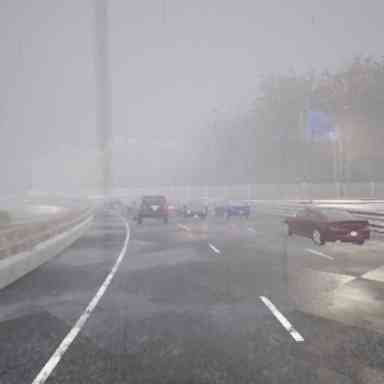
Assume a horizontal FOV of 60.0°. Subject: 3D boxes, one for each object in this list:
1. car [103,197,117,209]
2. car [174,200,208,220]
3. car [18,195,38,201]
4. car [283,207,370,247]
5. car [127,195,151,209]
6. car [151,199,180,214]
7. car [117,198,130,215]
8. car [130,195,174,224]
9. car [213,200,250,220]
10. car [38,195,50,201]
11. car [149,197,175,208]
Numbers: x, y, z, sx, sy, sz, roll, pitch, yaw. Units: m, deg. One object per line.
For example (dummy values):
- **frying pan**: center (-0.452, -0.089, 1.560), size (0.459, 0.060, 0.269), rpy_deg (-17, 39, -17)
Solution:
- **car**: center (-11.063, 1.531, 46.330), size (1.837, 1.490, 4.892), rpy_deg (0, 1, -27)
- **car**: center (-0.220, 1.575, 27.632), size (1.895, 1.301, 4.718), rpy_deg (0, 0, -15)
- **car**: center (-41.728, 1.536, 83.729), size (5.357, 1.411, 2.033), rpy_deg (0, 0, 35)
- **car**: center (5.779, 1.426, 14.989), size (1.882, 1.535, 5.008), rpy_deg (0, 0, -8)
- **car**: center (-7.624, 1.352, 47.272), size (2.097, 1.767, 4.553), rpy_deg (0, 0, -27)
- **car**: center (-2.921, 1.546, 36.179), size (1.994, 1.385, 4.181), rpy_deg (0, 0, -22)
- **car**: center (-6.025, 1.496, 34.439), size (2.128, 1.511, 4.902), rpy_deg (0, 0, -22)
- **car**: center (-3.144, 1.217, 24.853), size (2.150, 2.045, 5.566), rpy_deg (0, 0, -15)
- **car**: center (3.232, 1.429, 28.238), size (1.882, 1.535, 5.008), rpy_deg (0, 0, -15)
- **car**: center (-39.588, 1.533, 86.498), size (4.181, 1.385, 1.994), rpy_deg (0, 0, 35)
- **car**: center (-4.469, 1.473, 48.782), size (2.128, 1.511, 4.902), rpy_deg (0, 0, -27)
